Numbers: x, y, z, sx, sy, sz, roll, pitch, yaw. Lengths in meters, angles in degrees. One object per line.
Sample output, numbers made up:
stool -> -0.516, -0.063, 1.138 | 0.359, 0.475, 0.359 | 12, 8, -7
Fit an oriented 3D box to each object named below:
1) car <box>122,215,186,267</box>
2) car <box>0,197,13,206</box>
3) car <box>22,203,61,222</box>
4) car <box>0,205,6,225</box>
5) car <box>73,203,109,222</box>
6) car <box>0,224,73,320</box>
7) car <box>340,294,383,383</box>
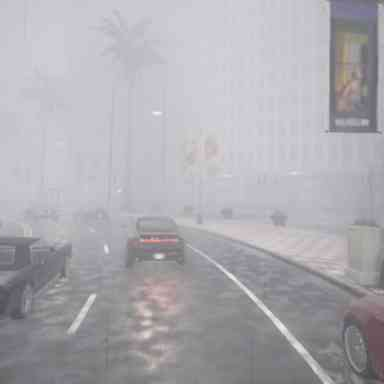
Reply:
car -> -1.425, 1.579, 11.786 | 1.837, 1.490, 4.892 | 1, -1, -12
car -> -30.437, 1.510, 53.654 | 4.892, 1.521, 2.231 | 0, -1, 43
car -> -12.328, 1.601, 27.043 | 2.033, 1.411, 5.357 | 1, -1, -39
car -> -9.267, 1.496, 13.850 | 1.837, 1.490, 4.892 | 1, -1, -18
car -> -8.268, 1.631, 27.130 | 1.812, 1.442, 4.674 | 1, -1, -34
car -> -3.995, 1.607, 7.174 | 1.895, 1.301, 4.718 | 1, 0, -7
car -> 2.981, 1.584, 2.664 | 1.812, 1.442, 4.674 | 1, 0, -1
